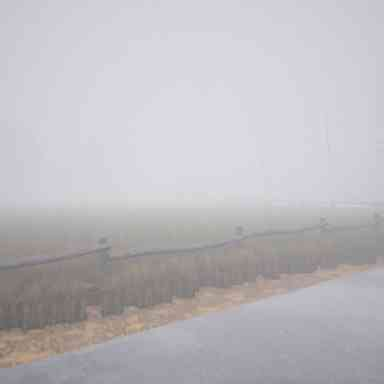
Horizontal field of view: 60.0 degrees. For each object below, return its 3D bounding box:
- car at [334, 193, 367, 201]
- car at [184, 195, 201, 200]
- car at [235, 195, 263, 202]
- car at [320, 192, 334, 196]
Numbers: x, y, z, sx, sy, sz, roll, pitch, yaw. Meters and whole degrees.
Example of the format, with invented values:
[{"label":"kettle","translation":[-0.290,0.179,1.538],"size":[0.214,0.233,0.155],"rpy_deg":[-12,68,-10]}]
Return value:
[{"label":"car","translation":[32.509,1.088,68.161],"size":[2.242,1.667,4.611],"rpy_deg":[0,0,-36]},{"label":"car","translation":[0.011,1.342,63.906],"size":[1.812,1.442,4.674],"rpy_deg":[0,0,-36]},{"label":"car","translation":[8.775,1.293,51.724],"size":[1.882,1.535,5.008],"rpy_deg":[0,0,-36]},{"label":"car","translation":[36.008,0.823,87.130],"size":[1.932,1.855,4.605],"rpy_deg":[0,0,-36]}]
